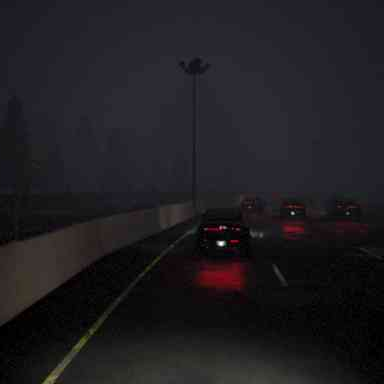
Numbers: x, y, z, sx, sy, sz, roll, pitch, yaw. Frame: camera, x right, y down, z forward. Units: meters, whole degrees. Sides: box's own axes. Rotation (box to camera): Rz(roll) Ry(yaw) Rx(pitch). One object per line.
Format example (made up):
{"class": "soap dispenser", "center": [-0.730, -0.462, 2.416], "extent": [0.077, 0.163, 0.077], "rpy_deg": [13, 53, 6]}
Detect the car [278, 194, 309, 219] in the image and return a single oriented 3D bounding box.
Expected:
{"class": "car", "center": [7.627, 1.165, 25.213], "extent": [1.837, 1.490, 4.892], "rpy_deg": [0, 1, 16]}

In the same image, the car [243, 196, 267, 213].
{"class": "car", "center": [5.717, 1.069, 30.588], "extent": [2.128, 1.511, 4.902], "rpy_deg": [0, 1, 19]}

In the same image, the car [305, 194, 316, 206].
{"class": "car", "center": [14.082, 0.940, 41.107], "extent": [2.128, 1.511, 4.902], "rpy_deg": [0, 1, 27]}

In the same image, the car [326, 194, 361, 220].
{"class": "car", "center": [10.996, 1.171, 24.320], "extent": [2.128, 1.511, 4.902], "rpy_deg": [0, 1, 16]}

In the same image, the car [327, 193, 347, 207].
{"class": "car", "center": [17.714, 0.945, 40.483], "extent": [1.882, 1.535, 5.008], "rpy_deg": [0, 1, 28]}

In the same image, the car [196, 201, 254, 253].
{"class": "car", "center": [1.270, 1.323, 12.842], "extent": [1.837, 1.490, 4.892], "rpy_deg": [0, 1, 8]}
